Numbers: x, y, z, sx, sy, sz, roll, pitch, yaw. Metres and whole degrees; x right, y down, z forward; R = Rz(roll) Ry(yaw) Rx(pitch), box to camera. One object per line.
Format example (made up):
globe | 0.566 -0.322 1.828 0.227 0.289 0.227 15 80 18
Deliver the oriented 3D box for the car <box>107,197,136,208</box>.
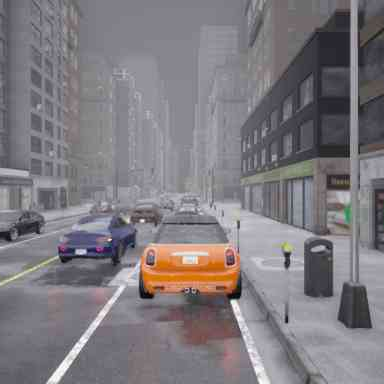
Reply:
car | -6.238 1.353 31.673 2.097 1.767 4.553 0 0 0

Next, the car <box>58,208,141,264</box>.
car | -3.147 1.526 11.727 1.812 1.442 4.674 0 0 0

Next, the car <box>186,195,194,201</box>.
car | -0.572 1.470 87.873 1.967 1.590 4.097 0 0 -1

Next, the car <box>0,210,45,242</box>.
car | -8.813 1.566 16.352 1.947 1.339 4.313 0 0 0

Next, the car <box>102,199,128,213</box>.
car | -8.813 1.567 38.453 1.947 1.339 4.313 0 0 0

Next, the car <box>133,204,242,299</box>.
car | -0.032 1.353 8.621 2.097 1.767 4.553 0 0 0

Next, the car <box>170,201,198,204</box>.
car | -0.287 1.551 21.888 2.008 1.369 4.403 0 0 0

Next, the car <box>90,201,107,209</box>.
car | -8.813 1.583 32.928 1.802 1.307 4.206 0 0 0

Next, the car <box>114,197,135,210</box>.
car | -8.813 1.442 43.978 1.967 1.590 4.097 0 0 0

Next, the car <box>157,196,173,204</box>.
car | -3.063 1.549 40.310 2.033 1.411 5.357 0 0 0

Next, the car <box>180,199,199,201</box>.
car | -0.287 1.552 27.412 2.008 1.369 4.403 0 0 0

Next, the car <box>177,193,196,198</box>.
car | -0.287 1.316 38.459 2.192 1.841 5.009 0 0 0

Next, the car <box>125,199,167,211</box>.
car | -3.077 1.507 23.128 1.837 1.490 4.892 0 1 0

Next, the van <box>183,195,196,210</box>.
van | -0.287 1.343 43.983 1.690 1.788 3.998 0 0 0
